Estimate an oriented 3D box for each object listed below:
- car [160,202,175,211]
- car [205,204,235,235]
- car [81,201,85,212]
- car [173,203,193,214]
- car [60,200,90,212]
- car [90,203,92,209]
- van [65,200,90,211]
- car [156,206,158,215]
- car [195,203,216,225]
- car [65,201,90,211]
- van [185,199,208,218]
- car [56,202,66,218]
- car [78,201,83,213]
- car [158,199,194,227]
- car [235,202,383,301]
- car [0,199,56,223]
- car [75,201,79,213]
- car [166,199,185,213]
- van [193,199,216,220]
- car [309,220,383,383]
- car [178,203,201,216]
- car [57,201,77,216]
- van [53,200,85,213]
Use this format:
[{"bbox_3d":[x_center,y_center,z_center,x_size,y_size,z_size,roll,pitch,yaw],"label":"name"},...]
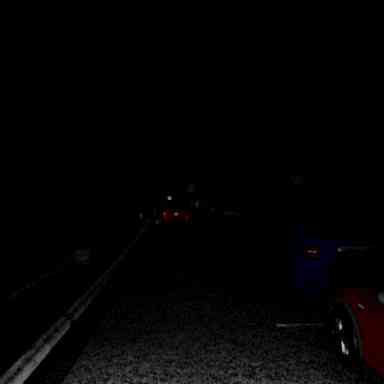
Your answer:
[{"bbox_3d":[-4.644,2.701,62.596,2.128,1.511,4.902,0,-1,-13],"label":"car"},{"bbox_3d":[2.184,1.669,19.589,2.002,1.452,4.674,0,-1,-4],"label":"car"},{"bbox_3d":[-18.375,2.451,47.855,4.674,1.452,2.002,0,-2,-11],"label":"car"},{"bbox_3d":[-1.315,2.283,47.053,2.097,1.535,5.008,0,-2,-10],"label":"car"},{"bbox_3d":[-18.738,2.480,50.567,5.366,1.575,1.946,0,-2,-12],"label":"car"},{"bbox_3d":[-20.665,2.717,58.397,4.792,1.488,2.163,0,-1,-13],"label":"car"},{"bbox_3d":[-21.917,2.587,63.730,4.442,1.987,1.878,0,-1,-14],"label":"van"},{"bbox_3d":[-3.611,2.181,42.888,1.882,1.535,5.008,0,-2,-9],"label":"car"},{"bbox_3d":[1.696,1.763,25.109,2.002,1.452,4.674,0,-1,-5],"label":"car"},{"bbox_3d":[-22.735,2.749,66.364,4.553,1.767,2.185,0,-1,-14],"label":"car"},{"bbox_3d":[0.403,1.755,36.246,1.878,1.987,4.442,0,-1,-7],"label":"van"},{"bbox_3d":[-16.000,2.044,34.288,4.792,1.488,2.163,0,-2,-8],"label":"car"},{"bbox_3d":[-17.824,2.365,45.181,4.792,1.488,2.163,0,-2,-10],"label":"car"},{"bbox_3d":[-1.304,1.606,25.280,2.097,1.767,4.553,0,-1,-5],"label":"car"},{"bbox_3d":[2.843,1.257,8.566,2.435,2.045,5.566,0,0,-1],"label":"car"},{"bbox_3d":[-15.279,1.617,28.879,5.566,2.045,2.435,0,-1,-6],"label":"car"},{"bbox_3d":[-17.389,2.288,42.488,4.792,1.488,2.163,0,-2,-10],"label":"car"},{"bbox_3d":[-2.721,2.205,53.810,2.150,2.045,5.566,0,-1,-11],"label":"car"},{"bbox_3d":[1.112,1.616,30.755,1.878,1.987,4.442,0,-1,-6],"label":"van"},{"bbox_3d":[2.983,1.356,2.957,2.185,1.767,4.553,0,0,0],"label":"car"},{"bbox_3d":[-0.392,2.162,41.639,2.163,1.488,4.792,0,-2,-8],"label":"car"},{"bbox_3d":[-16.889,2.181,39.804,4.892,1.521,2.231,0,-2,-9],"label":"car"},{"bbox_3d":[-19.611,2.329,53.180,4.442,1.987,1.878,0,-1,-12],"label":"van"}]
